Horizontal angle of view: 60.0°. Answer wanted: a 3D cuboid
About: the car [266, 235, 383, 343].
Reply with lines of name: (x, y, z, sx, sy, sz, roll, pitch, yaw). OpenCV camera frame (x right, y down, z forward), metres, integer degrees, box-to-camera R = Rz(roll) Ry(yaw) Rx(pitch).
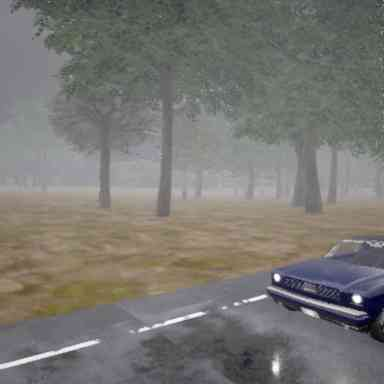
car: (3.671, 1.587, 6.520, 4.718, 1.301, 1.895, 0, 0, -35)
